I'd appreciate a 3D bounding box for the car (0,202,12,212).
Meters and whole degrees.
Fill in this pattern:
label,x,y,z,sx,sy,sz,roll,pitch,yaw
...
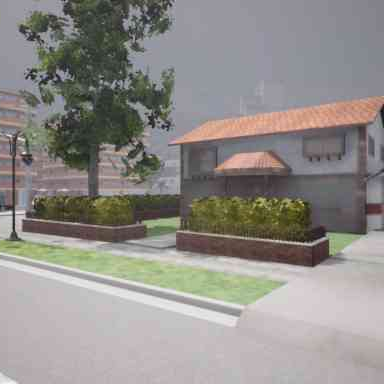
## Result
label,x,y,z,sx,sy,sz,roll,pitch,yaw
car,-21.589,1.601,35.037,1.895,1.301,4.718,0,0,33

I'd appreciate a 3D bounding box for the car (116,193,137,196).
label,x,y,z,sx,sy,sz,roll,pitch,yaw
car,-10.492,1.221,50.262,2.150,2.045,5.566,0,0,36
